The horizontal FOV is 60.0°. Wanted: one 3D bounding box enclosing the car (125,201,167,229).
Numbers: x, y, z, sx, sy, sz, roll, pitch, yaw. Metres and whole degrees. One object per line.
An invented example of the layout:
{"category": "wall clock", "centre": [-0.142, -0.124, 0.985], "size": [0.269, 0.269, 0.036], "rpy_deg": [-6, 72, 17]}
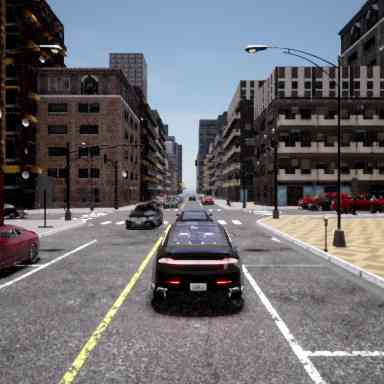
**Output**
{"category": "car", "centre": [-3.007, 1.531, 21.711], "size": [1.812, 1.442, 4.674], "rpy_deg": [0, 0, 3]}

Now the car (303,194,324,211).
{"category": "car", "centre": [14.609, 1.231, 34.941], "size": [4.674, 1.442, 1.812], "rpy_deg": [-1, 0, 0]}

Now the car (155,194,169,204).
{"category": "car", "centre": [-5.610, 1.337, 62.588], "size": [2.192, 1.841, 5.009], "rpy_deg": [0, 0, 0]}

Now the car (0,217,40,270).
{"category": "car", "centre": [-5.730, 1.582, 9.199], "size": [1.802, 1.307, 4.206], "rpy_deg": [0, 0, 0]}

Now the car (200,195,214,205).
{"category": "car", "centre": [2.763, 1.458, 56.897], "size": [1.967, 1.590, 4.097], "rpy_deg": [0, 0, 0]}

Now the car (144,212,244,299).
{"category": "car", "centre": [0.113, 1.491, 8.405], "size": [2.128, 1.511, 4.902], "rpy_deg": [0, 0, 0]}

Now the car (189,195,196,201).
{"category": "car", "centre": [0.115, 1.597, 88.416], "size": [1.994, 1.385, 4.181], "rpy_deg": [0, 0, 0]}

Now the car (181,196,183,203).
{"category": "car", "centre": [-3.005, 1.620, 58.103], "size": [1.895, 1.301, 4.718], "rpy_deg": [0, 0, 0]}

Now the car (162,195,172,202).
{"category": "car", "centre": [-5.595, 1.471, 73.953], "size": [1.967, 1.590, 4.097], "rpy_deg": [0, 0, 0]}

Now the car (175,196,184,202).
{"category": "car", "centre": [-2.898, 1.572, 79.039], "size": [2.033, 1.411, 5.357], "rpy_deg": [0, 0, 0]}

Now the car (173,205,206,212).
{"category": "car", "centre": [0.121, 1.565, 17.020], "size": [1.994, 1.385, 4.181], "rpy_deg": [0, 0, 0]}

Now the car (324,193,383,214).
{"category": "car", "centre": [14.731, 1.029, 29.134], "size": [5.009, 1.841, 2.192], "rpy_deg": [-1, 1, 0]}

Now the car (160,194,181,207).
{"category": "car", "centre": [-3.003, 1.365, 48.170], "size": [2.097, 1.767, 4.553], "rpy_deg": [0, 0, 0]}

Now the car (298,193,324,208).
{"category": "car", "centre": [14.608, 1.015, 37.512], "size": [5.009, 1.841, 2.192], "rpy_deg": [-1, 1, 0]}

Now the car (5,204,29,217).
{"category": "car", "centre": [-18.130, 1.806, 31.496], "size": [4.902, 1.511, 2.128], "rpy_deg": [-1, 0, 0]}

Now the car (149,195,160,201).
{"category": "car", "centre": [-5.624, 1.581, 51.223], "size": [1.947, 1.339, 4.313], "rpy_deg": [0, 0, 0]}

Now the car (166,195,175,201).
{"category": "car", "centre": [-5.580, 1.481, 85.318], "size": [1.967, 1.590, 4.097], "rpy_deg": [0, 0, 0]}
